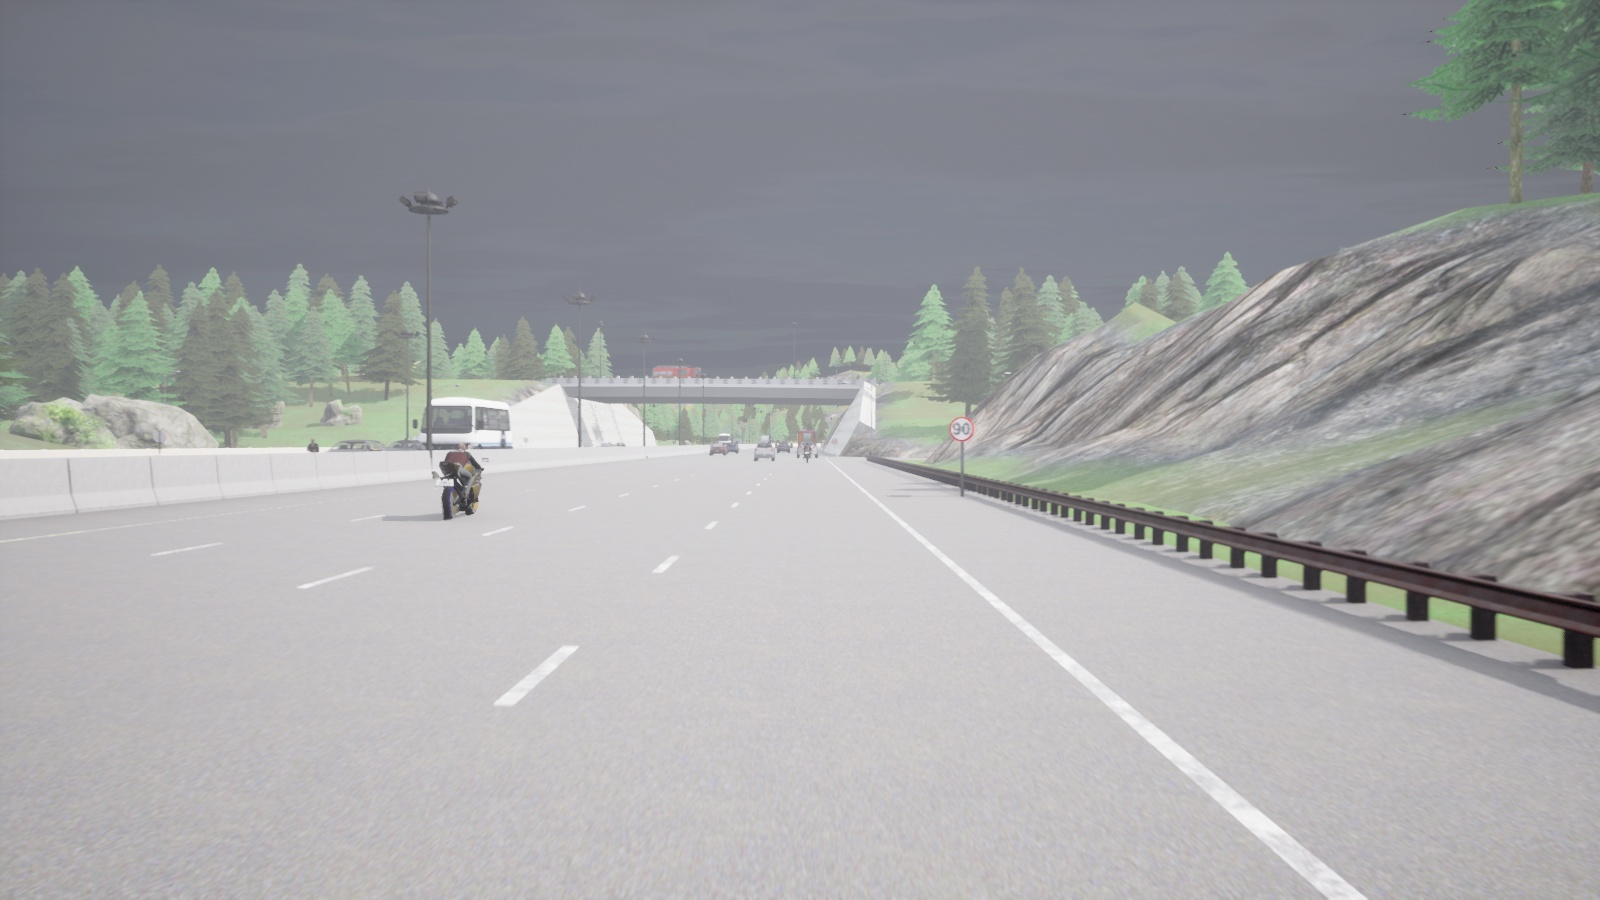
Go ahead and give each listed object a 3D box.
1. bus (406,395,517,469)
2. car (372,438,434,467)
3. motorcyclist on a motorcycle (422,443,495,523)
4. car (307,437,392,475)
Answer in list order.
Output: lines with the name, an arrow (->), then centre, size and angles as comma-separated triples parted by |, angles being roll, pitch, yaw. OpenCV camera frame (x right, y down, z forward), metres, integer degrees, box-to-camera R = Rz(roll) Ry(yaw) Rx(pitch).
bus -> -20.545, -1.081, 77.058 | 3.944, 4.253, 10.273 | 0, 0, 0
car -> -24.051, 0.142, 76.239 | 2.242, 1.667, 4.611 | 0, 0, 0
motorcyclist on a motorcycle -> -6.841, 0.633, 25.298 | 0.866, 1.530, 2.191 | 0, 0, 0
car -> -20.656, 0.249, 57.835 | 2.242, 1.667, 4.611 | 0, 0, 0
